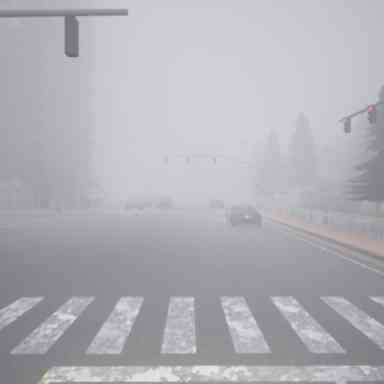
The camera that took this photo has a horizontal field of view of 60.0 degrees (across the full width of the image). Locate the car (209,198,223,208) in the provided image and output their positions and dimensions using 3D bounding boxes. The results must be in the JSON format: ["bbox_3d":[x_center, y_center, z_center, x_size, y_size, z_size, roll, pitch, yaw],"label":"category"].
[{"bbox_3d":[3.558,1.547,49.027,1.812,1.442,4.674,0,0,0],"label":"car"}]

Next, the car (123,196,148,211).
[{"bbox_3d":[-7.111,1.544,42.035,1.812,1.442,4.674,0,0,0],"label":"car"}]

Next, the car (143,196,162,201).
[{"bbox_3d":[-9.774,1.632,82.121,4.718,1.301,1.895,0,0,37],"label":"car"}]

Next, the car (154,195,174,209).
[{"bbox_3d":[-3.612,1.372,46.117,2.097,1.767,4.553,0,0,0],"label":"car"}]

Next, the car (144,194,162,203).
[{"bbox_3d":[-8.290,1.386,70.357,2.097,1.767,4.553,0,0,-34],"label":"car"}]

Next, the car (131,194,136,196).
[{"bbox_3d":[-9.946,1.381,66.175,2.097,1.767,4.553,0,0,-28],"label":"car"}]

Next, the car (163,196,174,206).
[{"bbox_3d":[-4.122,1.503,57.732,1.882,1.535,5.008,0,0,-6],"label":"car"}]

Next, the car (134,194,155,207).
[{"bbox_3d":[-7.244,1.513,51.337,2.128,1.511,4.902,0,0,-1],"label":"car"}]

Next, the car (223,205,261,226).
[{"bbox_3d":[3.581,1.579,23.613,1.994,1.385,4.181,0,0,0],"label":"car"}]

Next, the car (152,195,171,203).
[{"bbox_3d":[-6.927,1.533,74.386,1.837,1.490,4.892,0,0,-39],"label":"car"}]
